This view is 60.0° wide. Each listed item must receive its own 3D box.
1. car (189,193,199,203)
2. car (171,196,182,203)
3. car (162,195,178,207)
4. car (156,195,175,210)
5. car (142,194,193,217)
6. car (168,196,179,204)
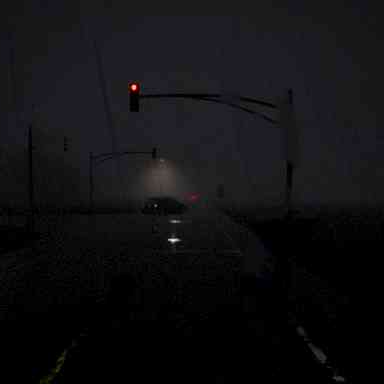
[{"bbox_3d":[0.307,1.148,68.246,2.150,2.045,5.566,0,0,0],"label":"car"},{"bbox_3d":[-3.286,1.476,70.859,1.994,1.385,4.181,0,0,0],"label":"car"},{"bbox_3d":[-3.431,1.308,52.298,2.097,1.767,4.553,0,0,0],"label":"car"},{"bbox_3d":[-3.459,1.320,43.517,2.097,1.767,4.553,0,0,0],"label":"car"},{"bbox_3d":[-2.454,1.322,31.239,2.097,1.767,4.553,0,-1,40],"label":"car"},{"bbox_3d":[-3.386,1.468,61.113,1.812,1.442,4.674,0,0,1],"label":"car"}]
